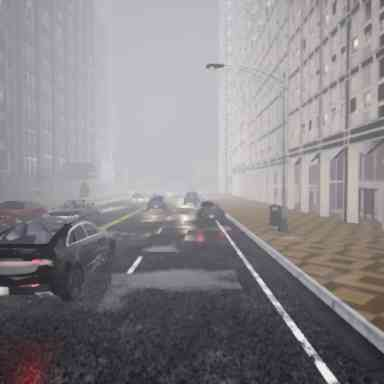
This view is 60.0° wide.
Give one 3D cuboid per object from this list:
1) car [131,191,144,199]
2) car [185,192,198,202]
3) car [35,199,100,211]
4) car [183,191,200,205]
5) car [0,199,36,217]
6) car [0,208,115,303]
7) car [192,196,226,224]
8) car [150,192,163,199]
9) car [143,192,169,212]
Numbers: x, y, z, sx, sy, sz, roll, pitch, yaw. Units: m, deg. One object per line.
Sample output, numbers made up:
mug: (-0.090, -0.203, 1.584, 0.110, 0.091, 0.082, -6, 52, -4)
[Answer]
car: (-9.822, 0.595, 60.734, 1.994, 1.385, 4.181, 0, 1, 1)
car: (-0.036, 0.704, 53.000, 2.033, 1.411, 5.357, 0, 1, 0)
car: (-6.610, 1.192, 18.994, 2.128, 1.511, 4.902, 0, 1, 0)
car: (-0.010, 0.678, 42.579, 2.097, 1.767, 4.553, 0, 1, 0)
car: (-9.860, 1.182, 18.706, 1.882, 1.535, 5.008, 0, 1, 0)
car: (-3.157, 1.368, 7.879, 2.128, 1.511, 4.902, 0, 1, 0)
car: (1.121, 1.190, 21.383, 1.812, 1.442, 4.674, 0, 1, 0)
car: (-6.563, 0.620, 61.489, 1.895, 1.301, 4.718, 0, 1, 0)
car: (-3.174, 1.030, 31.414, 1.812, 1.442, 4.674, 0, 1, 0)
